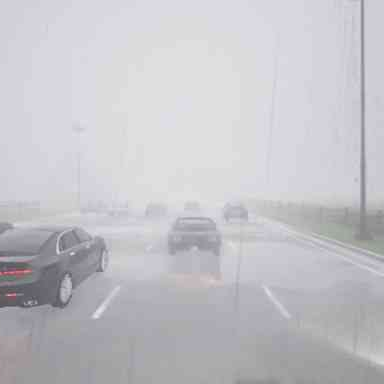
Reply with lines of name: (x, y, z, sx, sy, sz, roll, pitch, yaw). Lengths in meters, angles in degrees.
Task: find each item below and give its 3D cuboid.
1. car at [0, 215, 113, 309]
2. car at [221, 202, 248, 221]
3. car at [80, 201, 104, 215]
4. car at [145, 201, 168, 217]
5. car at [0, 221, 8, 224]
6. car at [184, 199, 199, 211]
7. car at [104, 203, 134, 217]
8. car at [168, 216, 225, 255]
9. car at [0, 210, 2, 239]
car: (-3.406, 1.540, 7.987, 1.837, 1.490, 4.892, 0, 0, 0)
car: (3.537, 1.603, 28.219, 2.128, 1.511, 4.902, 0, 0, 0)
car: (-10.514, 1.696, 36.021, 2.033, 1.411, 5.357, 0, 0, 0)
car: (-3.495, 1.627, 33.291, 2.128, 1.511, 4.902, 0, 0, 0)
car: (-6.909, 1.261, 8.800, 2.150, 2.045, 5.566, 0, 0, 0)
car: (-0.060, 1.649, 43.290, 1.882, 1.535, 5.008, 0, 0, 0)
car: (-6.996, 1.737, 33.299, 1.895, 1.301, 4.718, 0, 0, 0)
car: (0.087, 1.655, 13.596, 1.895, 1.301, 4.718, 0, 0, 0)
car: (-10.416, 1.608, 13.817, 2.033, 1.411, 5.357, 0, 0, 0)
